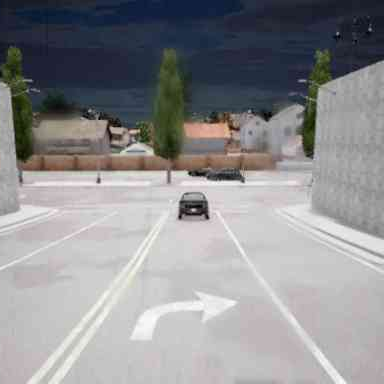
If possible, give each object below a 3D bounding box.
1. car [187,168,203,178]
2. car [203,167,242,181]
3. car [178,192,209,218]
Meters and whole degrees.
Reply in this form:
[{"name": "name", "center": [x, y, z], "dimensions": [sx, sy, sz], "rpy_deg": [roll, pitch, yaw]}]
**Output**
[{"name": "car", "center": [1.644, -2.724, 46.537], "dimensions": [4.718, 1.301, 1.895], "rpy_deg": [0, 9, -1]}, {"name": "car", "center": [4.091, -2.410, 43.088], "dimensions": [4.553, 1.767, 2.097], "rpy_deg": [0, 9, -1]}, {"name": "car", "center": [0.103, 0.725, 21.807], "dimensions": [1.882, 1.535, 5.008], "rpy_deg": [0, 4, 0]}]
